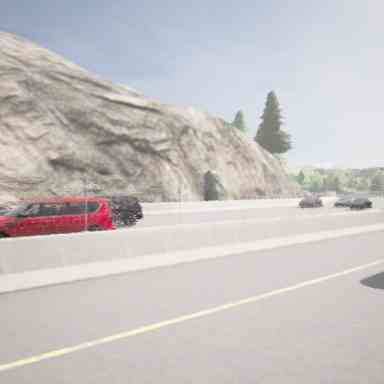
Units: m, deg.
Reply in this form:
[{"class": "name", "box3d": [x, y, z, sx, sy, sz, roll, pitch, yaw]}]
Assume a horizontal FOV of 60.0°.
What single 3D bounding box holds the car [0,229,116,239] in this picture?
[{"class": "car", "box3d": [-5.749, 1.251, 12.884, 5.566, 2.045, 2.150, 0, 0, -37]}]
